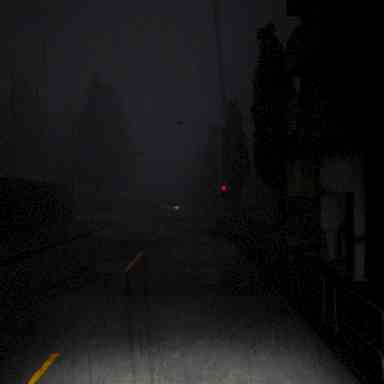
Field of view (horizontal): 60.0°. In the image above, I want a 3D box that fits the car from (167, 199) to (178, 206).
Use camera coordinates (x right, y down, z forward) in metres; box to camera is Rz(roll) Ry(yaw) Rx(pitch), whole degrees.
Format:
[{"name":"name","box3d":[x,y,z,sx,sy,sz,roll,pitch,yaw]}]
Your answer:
[{"name":"car","box3d":[-4.033,2.611,73.071,1.895,1.301,4.718,0,-1,0]}]
